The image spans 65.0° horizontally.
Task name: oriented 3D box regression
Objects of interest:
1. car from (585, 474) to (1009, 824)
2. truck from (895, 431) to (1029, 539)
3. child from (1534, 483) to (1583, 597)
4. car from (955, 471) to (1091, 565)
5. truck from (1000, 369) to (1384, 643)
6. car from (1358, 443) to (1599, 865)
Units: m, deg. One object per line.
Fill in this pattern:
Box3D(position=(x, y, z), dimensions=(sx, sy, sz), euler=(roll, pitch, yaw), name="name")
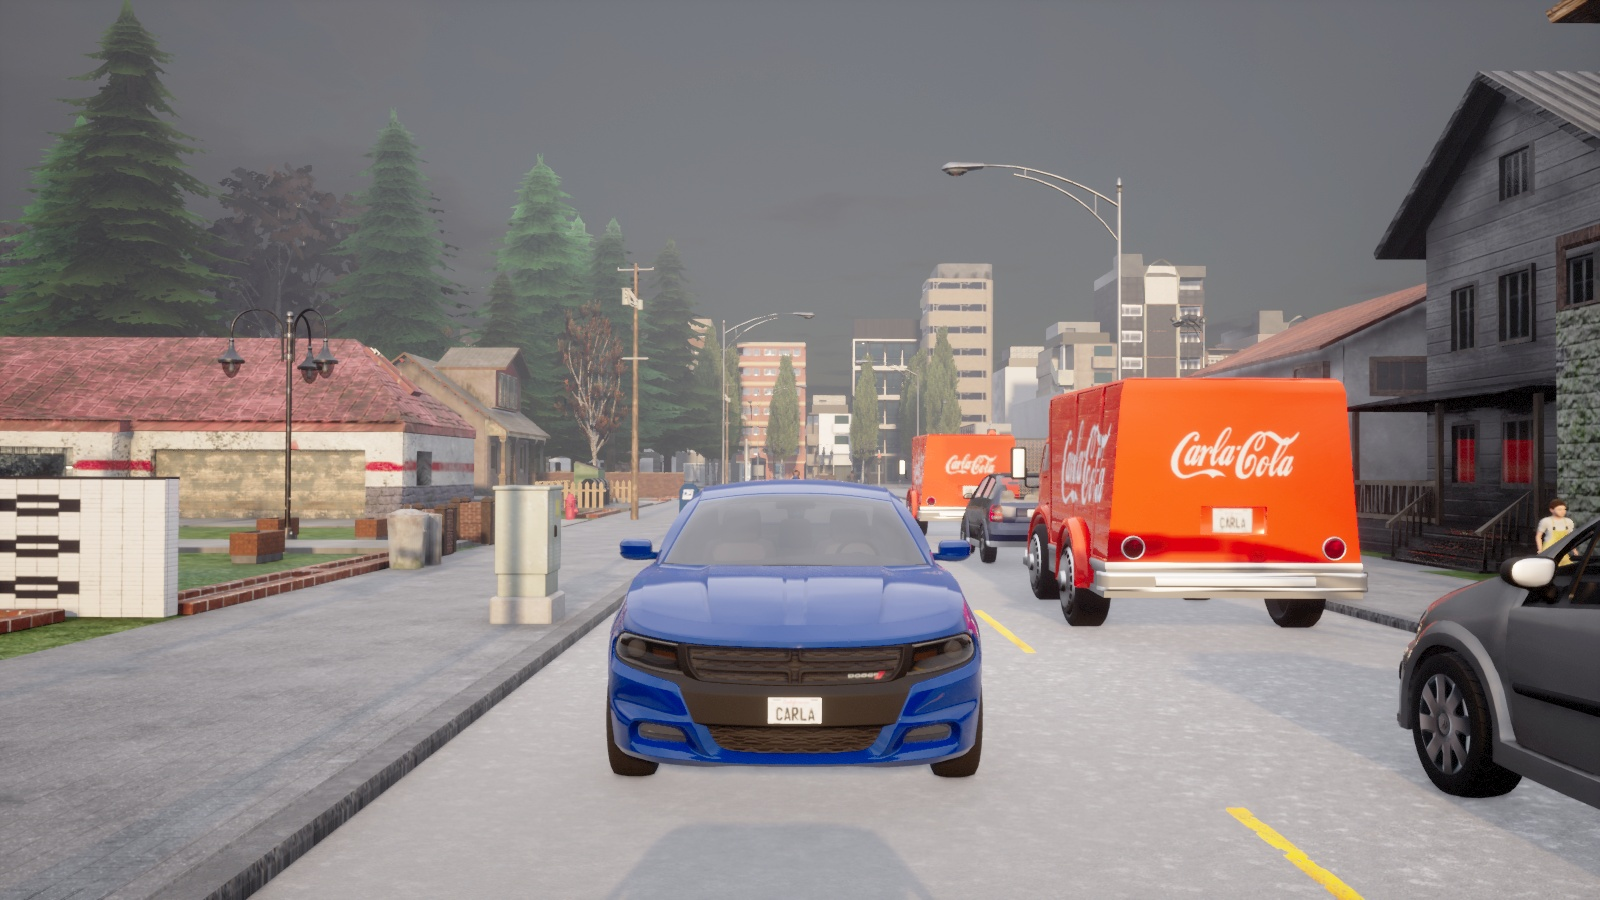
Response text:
Box3D(position=(-0.024, 0.928, 8.083), dimensions=(1.882, 1.535, 5.008), euler=(0, -1, 0), name="car")
Box3D(position=(3.919, 0.840, 31.491), dimensions=(2.627, 2.467, 5.204), euler=(0, -1, -1), name="truck")
Box3D(position=(8.595, 1.009, 14.241), dimensions=(0.270, 1.263, 0.437), euler=(0, -1, 0), name="child")
Box3D(position=(3.938, 1.158, 22.732), dimensions=(1.789, 1.549, 3.705), euler=(0, -1, 0), name="car")
Box3D(position=(3.953, 0.546, 13.944), dimensions=(2.627, 2.467, 5.204), euler=(0, -1, 0), name="truck")
Box3D(position=(3.986, 0.778, 4.860), dimensions=(1.851, 1.617, 3.988), euler=(0, -1, 0), name="car")
